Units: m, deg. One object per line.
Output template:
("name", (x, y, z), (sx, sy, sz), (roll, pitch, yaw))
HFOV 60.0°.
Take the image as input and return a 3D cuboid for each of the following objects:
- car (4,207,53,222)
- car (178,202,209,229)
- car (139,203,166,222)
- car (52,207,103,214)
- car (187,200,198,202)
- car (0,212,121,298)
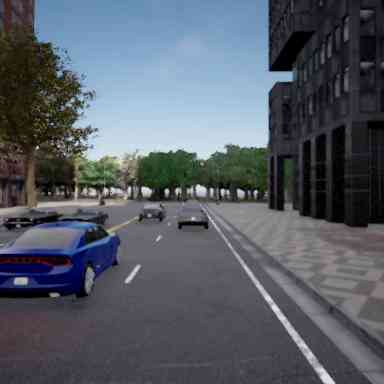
("car", (-9.864, 1.652, 21.133), (1.895, 1.301, 4.718), (0, 0, 0))
("car", (0.079, 1.618, 22.398), (1.994, 1.385, 4.181), (0, 0, 0))
("car", (-3.161, 1.590, 27.060), (1.812, 1.442, 4.674), (0, 0, 0))
("car", (-6.615, 1.651, 20.685), (1.895, 1.301, 4.718), (0, 0, 0))
("car", (0.064, 1.626, 38.813), (2.033, 1.411, 5.357), (0, 0, 0))
("car", (-3.157, 1.499, 8.613), (1.882, 1.535, 5.008), (0, 0, 0))
